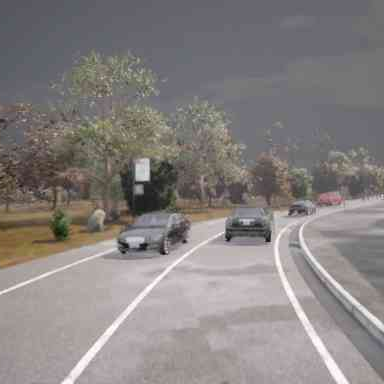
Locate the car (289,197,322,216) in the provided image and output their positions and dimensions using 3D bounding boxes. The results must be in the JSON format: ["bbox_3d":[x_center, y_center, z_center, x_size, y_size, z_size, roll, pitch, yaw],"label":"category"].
[{"bbox_3d":[11.295,1.582,33.736,1.837,1.490,4.892,-4,-2,35],"label":"car"}]

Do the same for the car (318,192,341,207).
[{"bbox_3d":[20.603,1.094,50.127,2.150,2.045,5.566,-5,-1,44],"label":"car"}]

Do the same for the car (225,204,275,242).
[{"bbox_3d":[3.069,1.425,16.966,2.097,1.767,4.553,-1,-1,17],"label":"car"}]

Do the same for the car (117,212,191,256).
[{"bbox_3d":[-1.379,1.599,13.838,2.128,1.511,4.902,-1,-1,15],"label":"car"}]
